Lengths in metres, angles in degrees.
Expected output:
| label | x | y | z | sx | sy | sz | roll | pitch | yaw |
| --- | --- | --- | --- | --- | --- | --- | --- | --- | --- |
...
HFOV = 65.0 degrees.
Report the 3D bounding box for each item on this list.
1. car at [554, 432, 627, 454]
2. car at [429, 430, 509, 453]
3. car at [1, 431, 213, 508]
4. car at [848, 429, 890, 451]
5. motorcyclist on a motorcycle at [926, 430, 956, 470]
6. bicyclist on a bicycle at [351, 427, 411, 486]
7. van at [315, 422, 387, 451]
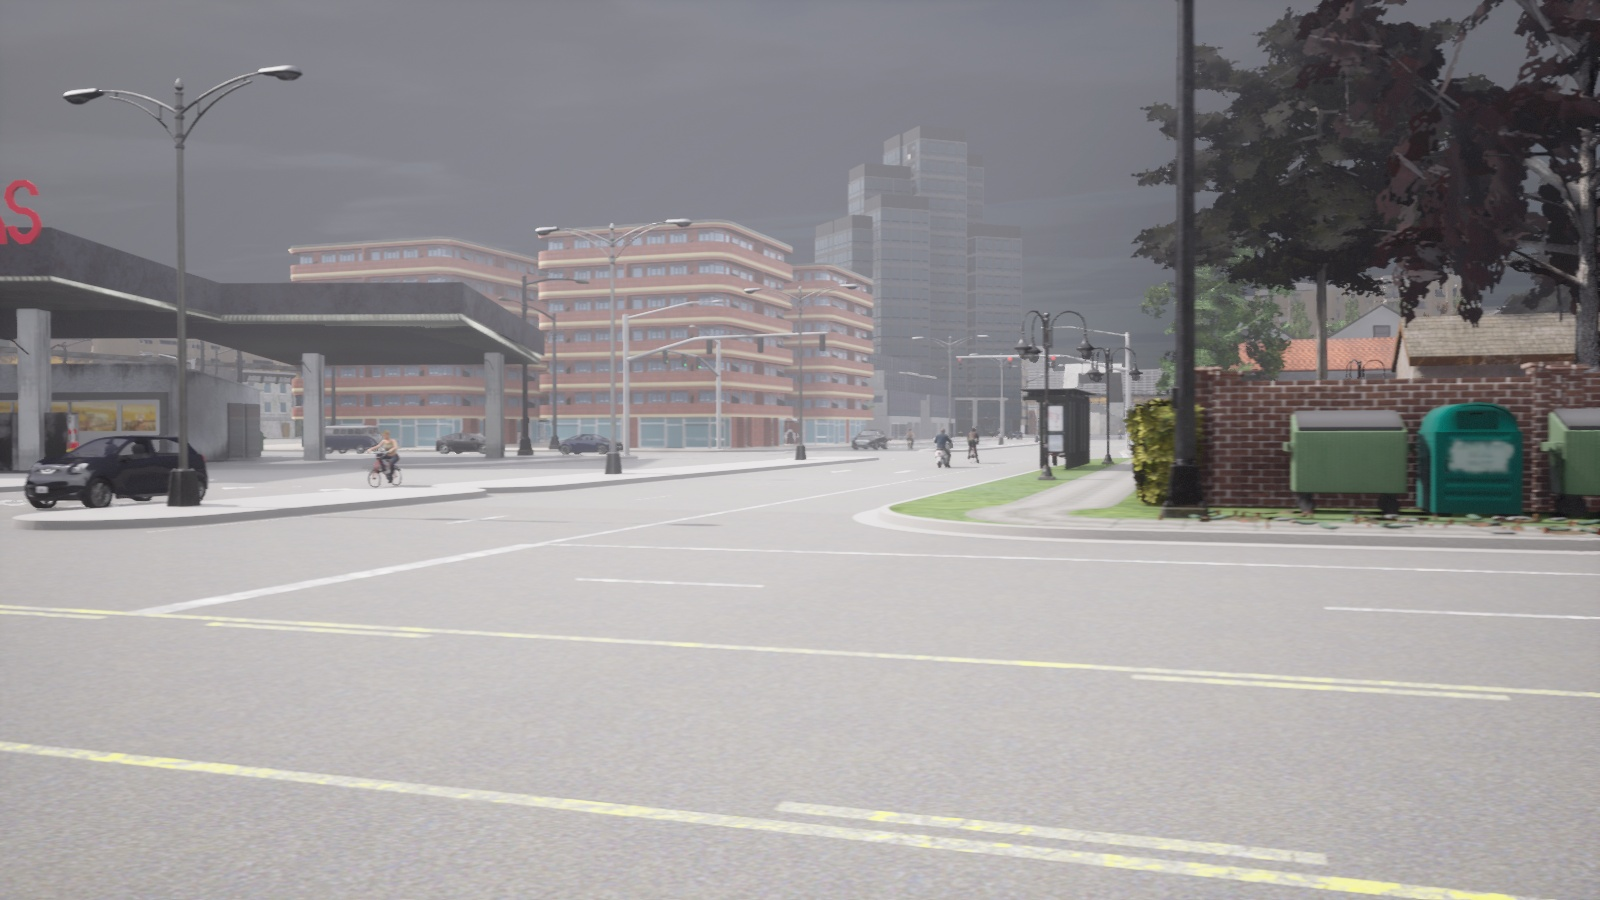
| label | x | y | z | sx | sy | sz | roll | pitch | yaw |
| --- | --- | --- | --- | --- | --- | --- | --- | --- | --- |
| car | -13.540 | -0.460 | 81.158 | 4.181 | 1.385 | 1.994 | 0 | 1 | 16 |
| car | -22.097 | -0.600 | 83.886 | 4.792 | 1.488 | 2.163 | 1 | 1 | 17 |
| car | -14.585 | 0.359 | 26.652 | 1.845 | 1.501 | 3.633 | 1 | 1 | 18 |
| car | 5.376 | -0.789 | 97.777 | 2.033 | 1.649 | 4.856 | 1 | 1 | 18 |
| motorcyclist on a motorcycle | 5.780 | -0.022 | 51.448 | 0.866 | 1.590 | 1.817 | 1 | 1 | 18 |
| bicyclist on a bicycle | -11.736 | 0.155 | 35.240 | 0.866 | 1.612 | 1.509 | 0 | 2 | 18 |
| van | -30.987 | -0.925 | 86.678 | 4.442 | 1.987 | 1.775 | 1 | 1 | 17 |
